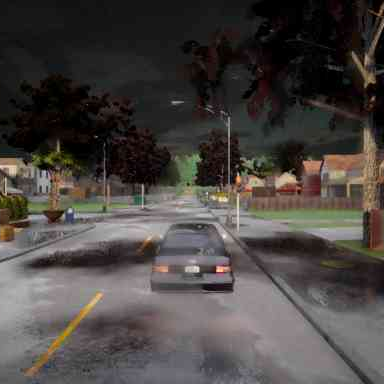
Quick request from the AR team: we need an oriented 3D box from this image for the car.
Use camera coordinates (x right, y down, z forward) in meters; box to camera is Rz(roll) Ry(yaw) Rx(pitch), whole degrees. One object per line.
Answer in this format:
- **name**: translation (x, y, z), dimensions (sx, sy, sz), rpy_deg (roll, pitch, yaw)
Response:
- **car**: translation (0.017, 1.547, 8.962), dimensions (2.033, 1.411, 5.357), rpy_deg (0, 0, 0)
